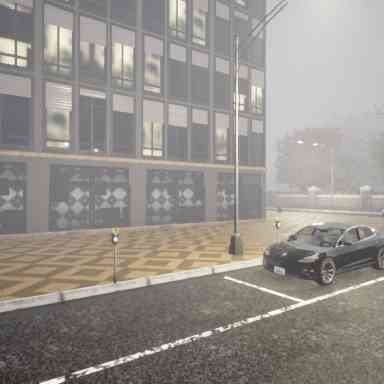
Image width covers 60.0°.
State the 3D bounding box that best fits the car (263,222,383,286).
[{"bbox_3d":[3.930,1.562,9.447,4.313,1.339,1.947,0,0,-35],"label":"car"}]
